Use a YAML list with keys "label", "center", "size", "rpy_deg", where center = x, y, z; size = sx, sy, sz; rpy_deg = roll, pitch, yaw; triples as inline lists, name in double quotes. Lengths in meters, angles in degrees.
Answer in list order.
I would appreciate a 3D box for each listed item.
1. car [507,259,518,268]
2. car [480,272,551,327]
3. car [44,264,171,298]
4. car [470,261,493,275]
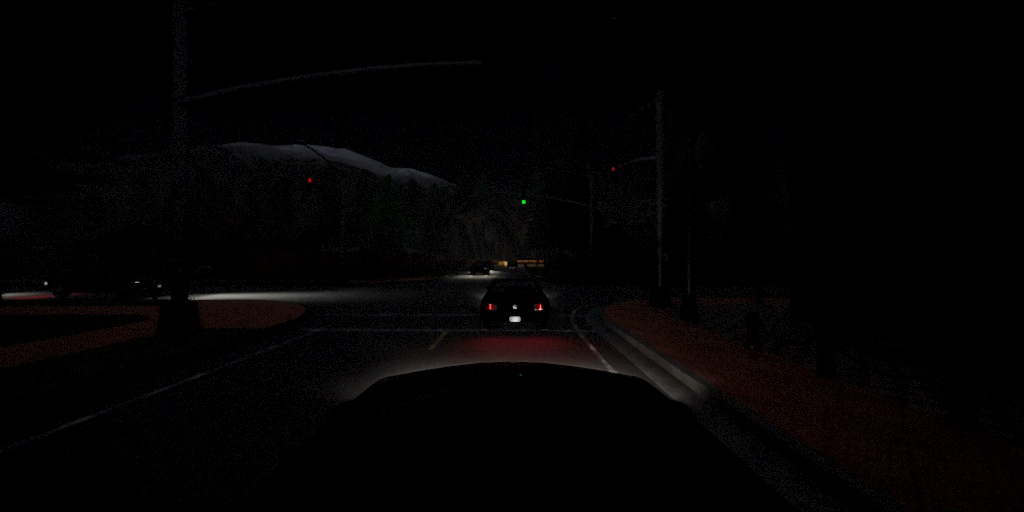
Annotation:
- label: "car"
  center: [0.095, 1.338, 62.710]
  size: [2.128, 1.511, 4.902]
  rpy_deg: [0, 0, 0]
- label: "car"
  center: [0.093, 1.366, 11.600]
  size: [1.895, 1.301, 4.718]
  rpy_deg: [0, 0, 0]
- label: "car"
  center: [-20.183, 1.254, 17.987]
  size: [4.902, 1.511, 2.128]
  rpy_deg: [0, 0, -1]
- label: "car"
  center: [-3.579, 1.290, 40.757]
  size: [1.882, 1.535, 5.008]
  rpy_deg: [0, 0, 0]
